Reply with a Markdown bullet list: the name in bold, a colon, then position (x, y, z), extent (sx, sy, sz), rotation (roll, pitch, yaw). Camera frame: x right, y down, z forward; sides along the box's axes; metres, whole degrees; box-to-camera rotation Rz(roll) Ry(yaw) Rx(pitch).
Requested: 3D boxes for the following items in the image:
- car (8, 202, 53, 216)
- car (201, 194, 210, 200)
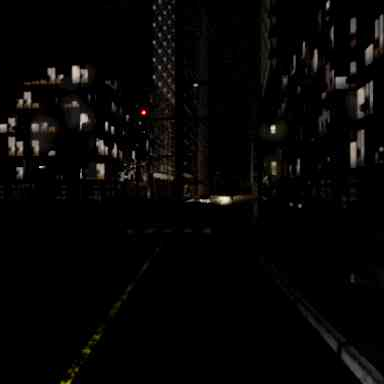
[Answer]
- **car**: position (-16.185, 1.675, 33.374), extent (4.403, 1.369, 2.008), rotation (-1, 1, 10)
- **car**: position (3.108, 1.115, 76.818), extent (1.895, 1.301, 4.718), rotation (0, 0, 8)
